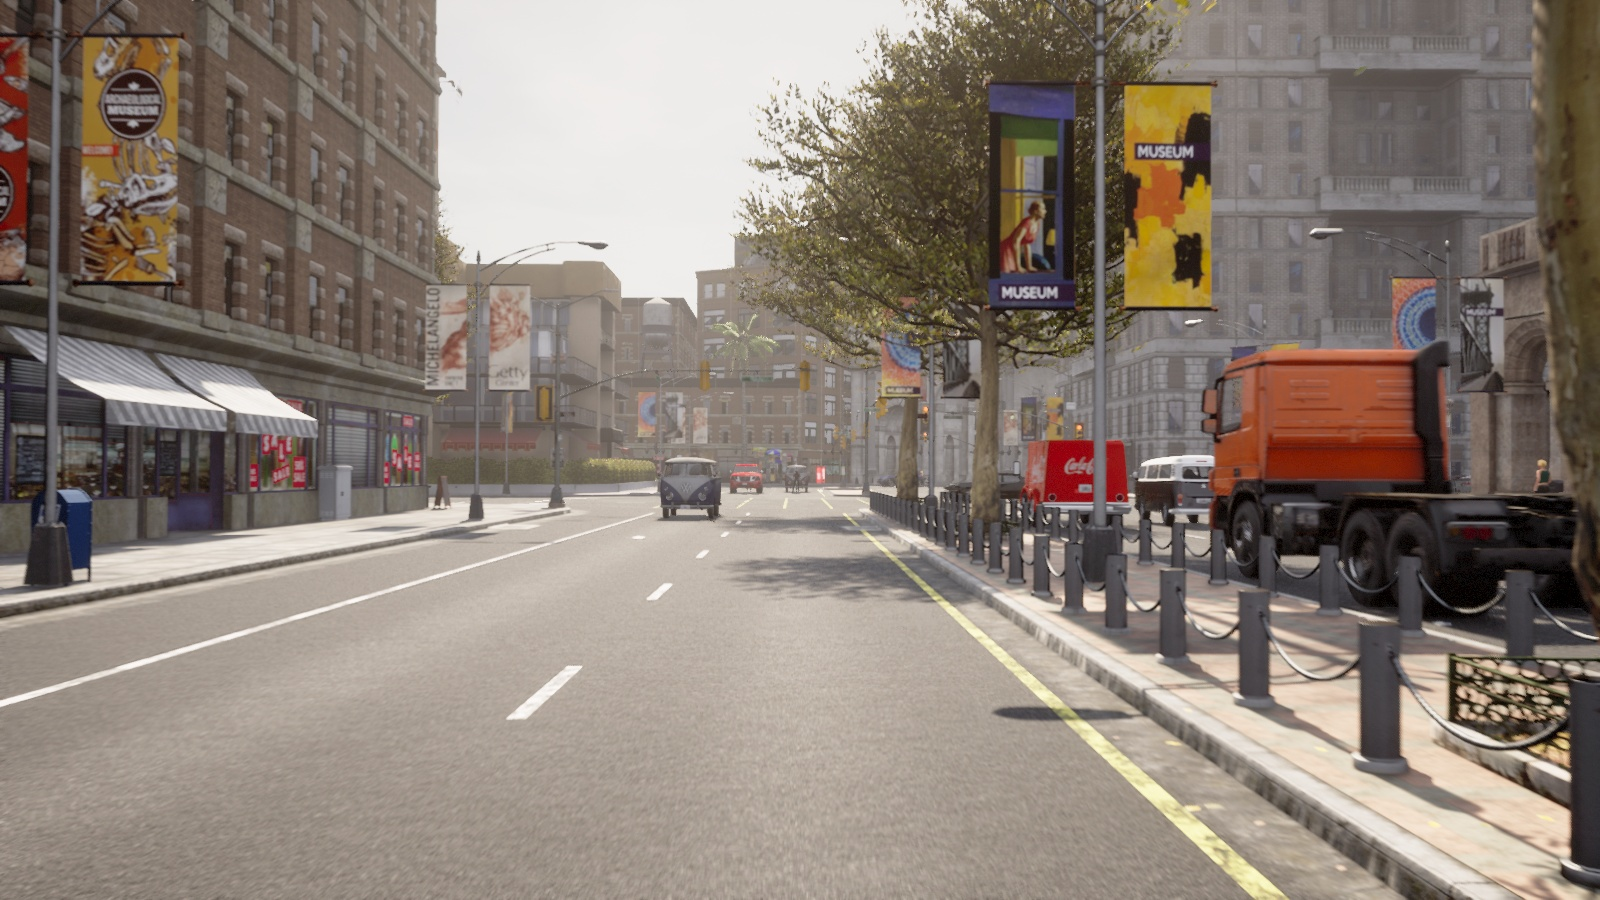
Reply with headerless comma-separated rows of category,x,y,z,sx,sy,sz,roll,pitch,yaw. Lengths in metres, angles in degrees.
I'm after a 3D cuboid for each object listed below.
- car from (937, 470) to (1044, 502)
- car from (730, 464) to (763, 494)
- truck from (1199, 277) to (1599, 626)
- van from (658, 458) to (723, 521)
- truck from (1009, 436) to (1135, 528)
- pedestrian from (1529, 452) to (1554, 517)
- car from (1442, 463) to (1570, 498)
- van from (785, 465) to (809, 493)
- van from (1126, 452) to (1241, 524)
car,9.650,1.818,63.600,5.008,1.535,1.882,0,-1,-12
car,-3.716,2.023,88.073,2.150,2.045,5.566,0,-1,0
truck,7.942,0.076,16.428,2.891,3.462,7.936,0,-1,0
van,-3.603,1.282,41.852,1.775,1.987,4.442,0,-1,0
truck,7.803,0.910,36.642,2.627,2.467,5.204,0,-1,1
pedestrian,21.421,0.993,36.306,0.345,1.836,0.594,0,-1,0
car,34.326,1.480,61.168,5.027,1.651,2.152,0,-1,-1
van,-0.229,2.131,93.376,1.775,1.987,4.442,0,-1,0
van,11.407,1.121,37.715,2.069,2.038,4.480,0,-1,0
